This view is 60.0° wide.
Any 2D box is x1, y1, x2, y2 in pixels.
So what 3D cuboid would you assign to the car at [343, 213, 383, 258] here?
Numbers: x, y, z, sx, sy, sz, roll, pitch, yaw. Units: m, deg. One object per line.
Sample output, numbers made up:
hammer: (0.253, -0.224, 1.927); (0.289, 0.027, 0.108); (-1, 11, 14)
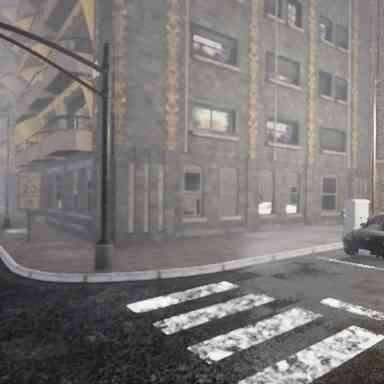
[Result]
car: (6.777, 1.368, 10.905); (4.313, 1.339, 1.947); (-1, 2, -35)
